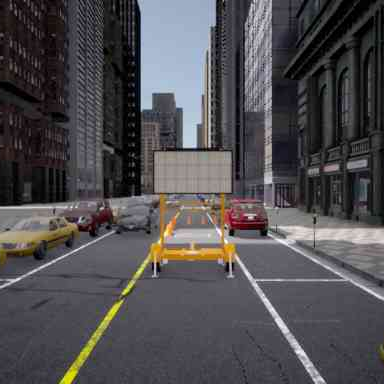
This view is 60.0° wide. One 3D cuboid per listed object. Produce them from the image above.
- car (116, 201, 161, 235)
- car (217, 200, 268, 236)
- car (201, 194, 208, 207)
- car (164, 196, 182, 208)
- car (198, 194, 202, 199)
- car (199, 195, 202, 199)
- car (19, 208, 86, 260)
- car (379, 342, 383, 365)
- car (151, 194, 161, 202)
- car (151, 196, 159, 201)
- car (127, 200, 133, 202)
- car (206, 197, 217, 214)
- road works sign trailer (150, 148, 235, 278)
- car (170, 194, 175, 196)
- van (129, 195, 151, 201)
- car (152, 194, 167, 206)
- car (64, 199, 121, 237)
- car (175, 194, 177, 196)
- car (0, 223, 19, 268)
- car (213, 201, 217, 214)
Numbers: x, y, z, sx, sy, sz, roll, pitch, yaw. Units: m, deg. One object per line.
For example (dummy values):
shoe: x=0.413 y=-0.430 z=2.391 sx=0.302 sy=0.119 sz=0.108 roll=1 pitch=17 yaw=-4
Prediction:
car: x=-3.050 y=1.505 z=19.043 sx=1.837 sy=1.490 sz=4.892 roll=0 pitch=0 yaw=0
car: x=2.807 y=1.315 z=18.235 sx=2.192 sy=1.841 sz=5.009 roll=0 pitch=0 yaw=0
car: x=2.895 y=1.459 z=52.077 sx=1.967 sy=1.590 sz=4.097 roll=0 pitch=0 yaw=0
car: x=-2.875 y=1.616 z=47.431 sx=1.895 sy=1.301 sz=4.718 roll=0 pitch=0 yaw=0
car: x=2.969 y=1.588 z=80.281 sx=1.887 sy=1.381 sz=4.507 roll=0 pitch=0 yaw=0
car: x=2.925 y=1.595 z=63.359 sx=1.947 sy=1.339 sz=4.313 roll=0 pitch=0 yaw=0
car: x=-5.733 y=1.525 z=12.440 sx=1.752 sy=1.417 sz=4.829 roll=0 pitch=0 yaw=0
car: x=2.764 y=1.525 z=1.484 sx=1.752 sy=1.417 sz=4.829 roll=0 pitch=0 yaw=0
car: x=-5.645 y=1.329 z=46.454 sx=2.192 sy=1.841 sz=5.009 roll=0 pitch=0 yaw=0
car: x=-5.659 y=1.561 z=40.813 sx=2.008 sy=1.369 sz=4.403 roll=0 pitch=0 yaw=0
car: x=-5.703 y=1.527 z=23.721 sx=1.752 sy=1.417 sz=4.829 roll=0 pitch=0 yaw=0
car: x=2.852 y=1.558 z=35.157 sx=2.008 sy=1.369 sz=4.403 roll=0 pitch=0 yaw=0
road works sign trailer: x=0.026 y=0.464 z=10.151 sx=2.380 sy=3.560 sz=2.880 roll=0 pitch=0 yaw=0
car: x=-5.571 y=1.604 z=74.658 sx=1.947 sy=1.339 sz=4.313 roll=0 pitch=0 yaw=0
van: x=-5.674 y=1.348 z=35.173 sx=1.690 sy=1.788 sz=3.998 roll=0 pitch=0 yaw=0
car: x=-5.616 y=1.339 z=57.735 sx=2.192 sy=1.841 sz=5.009 roll=0 pitch=0 yaw=0
car: x=-5.718 y=1.315 z=18.250 sx=2.192 sy=1.841 sz=5.009 roll=0 pitch=0 yaw=0
car: x=-5.541 y=1.599 z=85.939 sx=2.008 sy=1.369 sz=4.403 roll=0 pitch=0 yaw=0
car: x=-5.748 y=1.525 z=6.799 sx=1.752 sy=1.417 sz=4.829 roll=0 pitch=0 yaw=0
car: x=2.822 y=1.553 z=23.876 sx=2.008 sy=1.369 sz=4.403 roll=0 pitch=0 yaw=0
